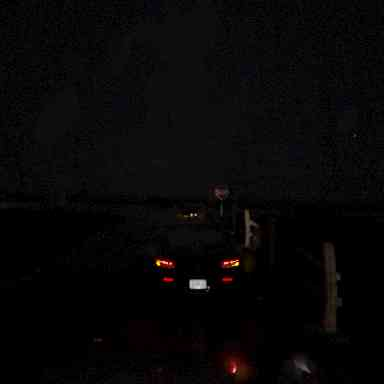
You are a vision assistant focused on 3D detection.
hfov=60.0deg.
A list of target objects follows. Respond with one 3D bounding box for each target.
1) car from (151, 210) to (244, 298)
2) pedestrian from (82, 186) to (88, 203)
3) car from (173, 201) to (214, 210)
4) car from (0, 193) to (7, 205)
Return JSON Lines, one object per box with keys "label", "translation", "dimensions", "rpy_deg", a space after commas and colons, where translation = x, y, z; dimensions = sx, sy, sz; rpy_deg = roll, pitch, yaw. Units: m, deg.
{"label": "car", "translation": [0.108, 1.402, 8.066], "dimensions": [1.812, 1.442, 4.674], "rpy_deg": [0, 1, 0]}
{"label": "pedestrian", "translation": [-12.019, 0.246, 37.202], "dimensions": [0.375, 1.860, 0.375], "rpy_deg": [0, 2, 0]}
{"label": "car", "translation": [0.075, 1.244, 17.325], "dimensions": [1.837, 1.490, 4.892], "rpy_deg": [0, 1, -1]}
{"label": "car", "translation": [-19.958, 0.343, 31.275], "dimensions": [4.553, 1.767, 2.097], "rpy_deg": [2, 3, 0]}
